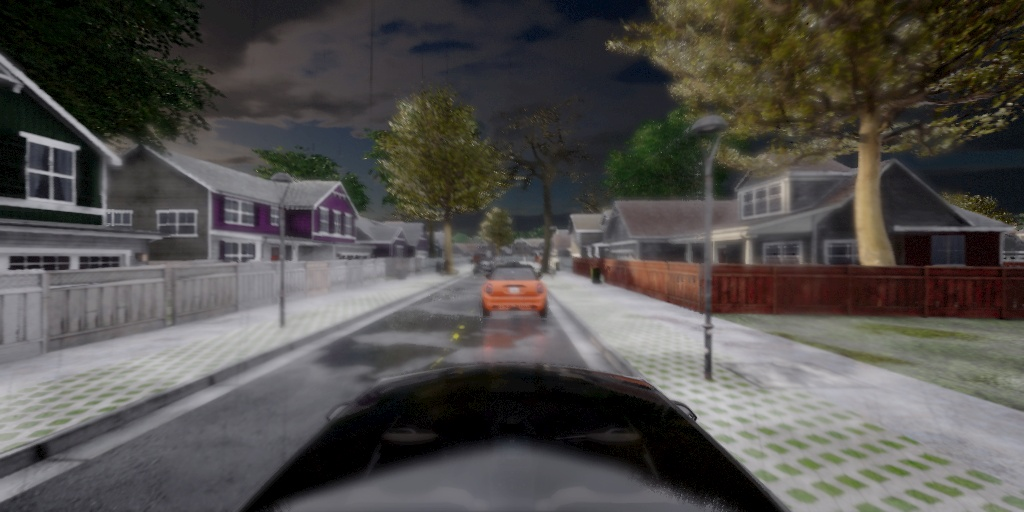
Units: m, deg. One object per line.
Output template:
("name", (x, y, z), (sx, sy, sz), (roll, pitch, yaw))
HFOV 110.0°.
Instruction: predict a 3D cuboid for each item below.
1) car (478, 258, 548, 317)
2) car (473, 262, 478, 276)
("car", (0.090, 1.065, 13.083), (2.097, 1.767, 4.553), (0, 0, 0))
("car", (-2.847, 1.192, 36.437), (1.812, 1.442, 4.674), (0, 0, 0))
